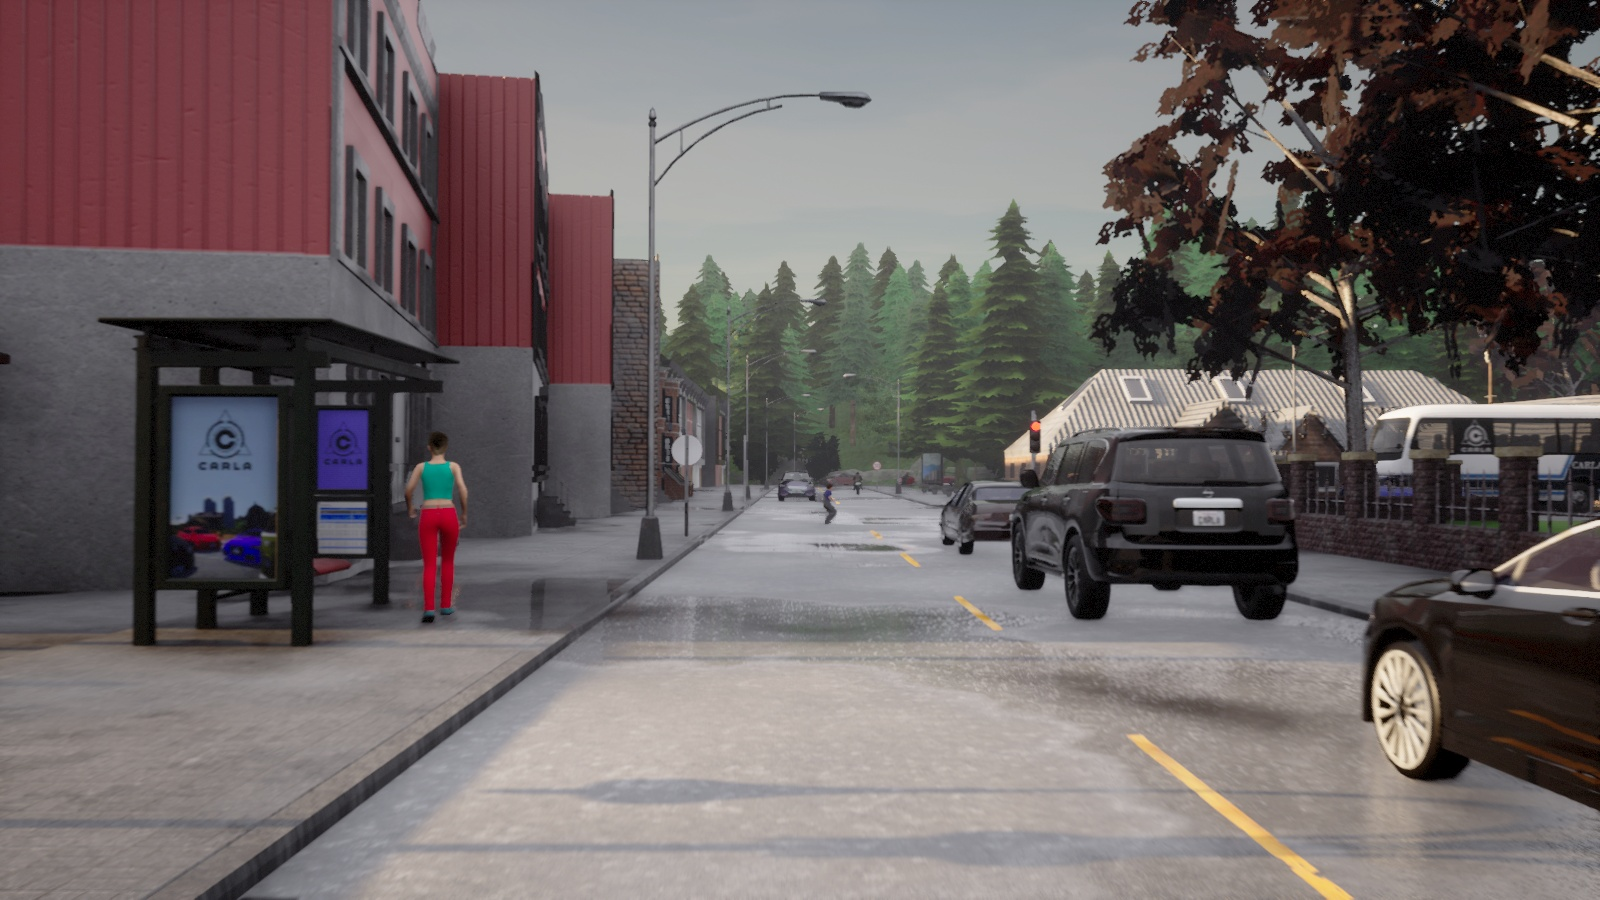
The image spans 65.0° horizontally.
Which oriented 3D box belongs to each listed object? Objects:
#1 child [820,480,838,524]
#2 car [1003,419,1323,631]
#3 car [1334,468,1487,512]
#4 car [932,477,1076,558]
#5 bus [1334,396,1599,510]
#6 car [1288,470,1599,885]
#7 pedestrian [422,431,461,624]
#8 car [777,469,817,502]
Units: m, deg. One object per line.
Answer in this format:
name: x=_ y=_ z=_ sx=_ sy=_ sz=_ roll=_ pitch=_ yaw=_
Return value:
child: x=0.832 y=1.488 z=36.271 sx=0.437 sy=1.263 sz=0.270 roll=0 pitch=-1 yaw=-23
car: x=3.966 y=0.768 z=14.941 sx=2.150 sy=2.045 sz=5.566 roll=0 pitch=-1 yaw=0
car: x=21.877 y=1.429 z=45.111 sx=4.514 sy=1.525 sz=2.007 roll=0 pitch=-1 yaw=-1
car: x=3.931 y=1.268 z=25.155 sx=2.033 sy=1.411 sz=5.357 roll=0 pitch=-1 yaw=0
bus: x=26.904 y=0.154 z=49.204 sx=10.273 sy=4.253 sz=3.944 roll=0 pitch=-1 yaw=0
car: x=3.987 y=0.839 z=5.038 sx=2.128 sy=1.511 sz=4.902 roll=0 pitch=-1 yaw=0
pedestrian: x=-3.502 y=0.741 z=12.279 sx=0.345 sy=1.836 sz=0.594 roll=0 pitch=-1 yaw=-13
car: x=-0.164 y=1.871 z=67.268 sx=2.033 sy=1.649 sz=4.856 roll=0 pitch=-1 yaw=0
